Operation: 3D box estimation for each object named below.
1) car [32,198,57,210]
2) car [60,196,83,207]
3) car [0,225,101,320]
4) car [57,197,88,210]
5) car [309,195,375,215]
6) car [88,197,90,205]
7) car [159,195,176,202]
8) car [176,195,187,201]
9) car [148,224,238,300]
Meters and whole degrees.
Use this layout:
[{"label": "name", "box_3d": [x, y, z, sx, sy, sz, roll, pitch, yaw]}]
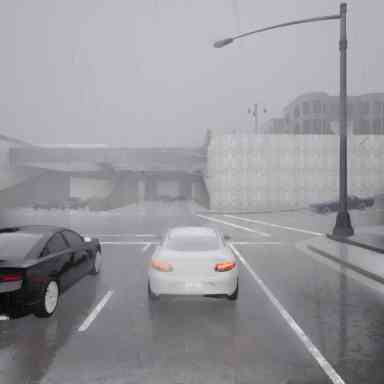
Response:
[{"label": "car", "box_3d": [-18.659, 1.547, 43.083, 2.033, 1.411, 5.357, 0, 0, -2]}, {"label": "car", "box_3d": [-18.964, 1.503, 52.561, 1.837, 1.490, 4.892, 0, 1, -2]}, {"label": "car", "box_3d": [-3.475, 1.478, 7.440, 1.882, 1.535, 5.008, 0, 0, 0]}, {"label": "car", "box_3d": [-15.138, 1.526, 42.519, 1.812, 1.442, 4.674, 0, 0, -2]}, {"label": "car", "box_3d": [12.053, 1.012, 27.097, 4.718, 1.301, 1.895, -6, 0, -1]}, {"label": "car", "box_3d": [-15.439, 1.504, 51.769, 1.837, 1.490, 4.892, 0, 0, -2]}, {"label": "car", "box_3d": [-5.344, 1.552, 74.324, 1.994, 1.385, 4.181, 0, 0, 5]}, {"label": "car", "box_3d": [-2.860, 1.552, 83.848, 1.994, 1.385, 4.181, 0, 0, 27]}, {"label": "car", "box_3d": [0.018, 1.526, 8.239, 1.812, 1.442, 4.674, 0, 0, 0]}]
